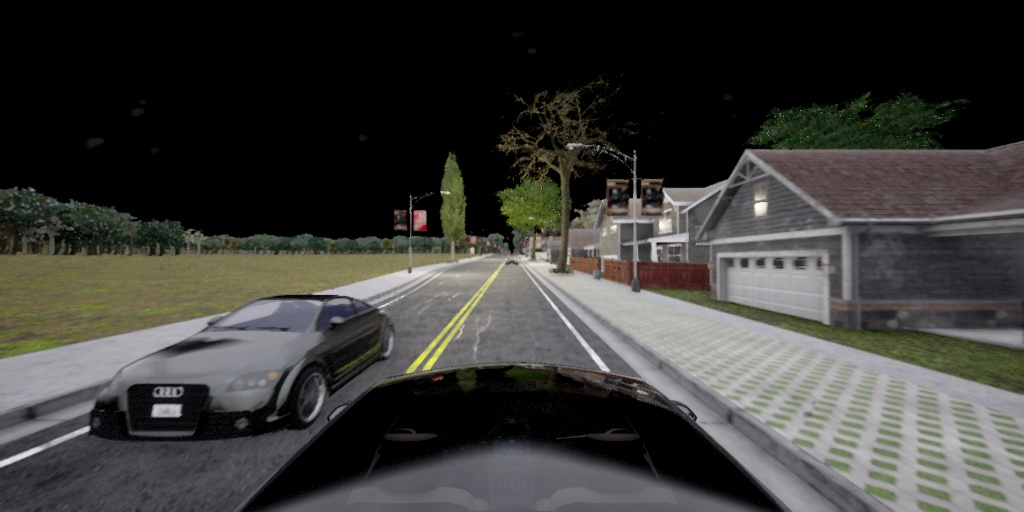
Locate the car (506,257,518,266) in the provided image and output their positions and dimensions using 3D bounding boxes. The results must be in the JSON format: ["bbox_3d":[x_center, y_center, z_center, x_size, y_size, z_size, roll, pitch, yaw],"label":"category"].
[{"bbox_3d":[-0.011,0.881,57.555,1.895,1.301,4.718,0,1,0],"label":"car"}]

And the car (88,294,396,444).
[{"bbox_3d":[-3.308,1.297,5.449,1.994,1.385,4.181,0,0,1],"label":"car"}]
